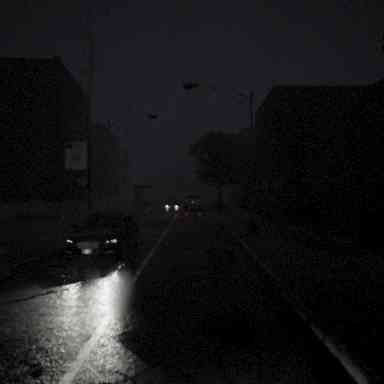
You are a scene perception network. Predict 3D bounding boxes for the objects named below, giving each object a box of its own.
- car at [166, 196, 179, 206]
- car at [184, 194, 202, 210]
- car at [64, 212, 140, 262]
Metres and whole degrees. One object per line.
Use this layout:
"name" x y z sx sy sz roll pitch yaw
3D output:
"car" -3.250 1.431 54.960 1.812 1.442 4.674 0 1 0
"car" 0.111 1.228 42.845 2.150 2.045 5.566 0 0 0
"car" -3.104 1.508 12.309 2.128 1.511 4.902 0 0 0
